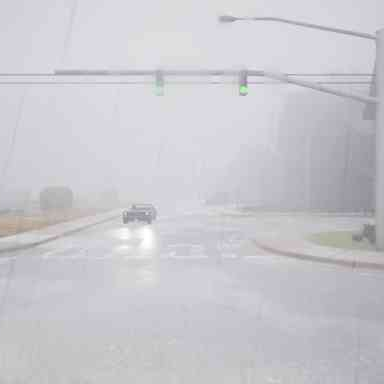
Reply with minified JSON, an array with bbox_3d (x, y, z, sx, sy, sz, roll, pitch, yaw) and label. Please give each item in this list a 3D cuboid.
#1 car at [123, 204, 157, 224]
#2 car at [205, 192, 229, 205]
[{"bbox_3d":[-3.685,1.522,24.048,1.895,1.301,4.718,0,0,0],"label":"car"},{"bbox_3d":[3.932,0.991,52.665,1.905,1.878,3.866,-8,4,-42],"label":"car"}]
